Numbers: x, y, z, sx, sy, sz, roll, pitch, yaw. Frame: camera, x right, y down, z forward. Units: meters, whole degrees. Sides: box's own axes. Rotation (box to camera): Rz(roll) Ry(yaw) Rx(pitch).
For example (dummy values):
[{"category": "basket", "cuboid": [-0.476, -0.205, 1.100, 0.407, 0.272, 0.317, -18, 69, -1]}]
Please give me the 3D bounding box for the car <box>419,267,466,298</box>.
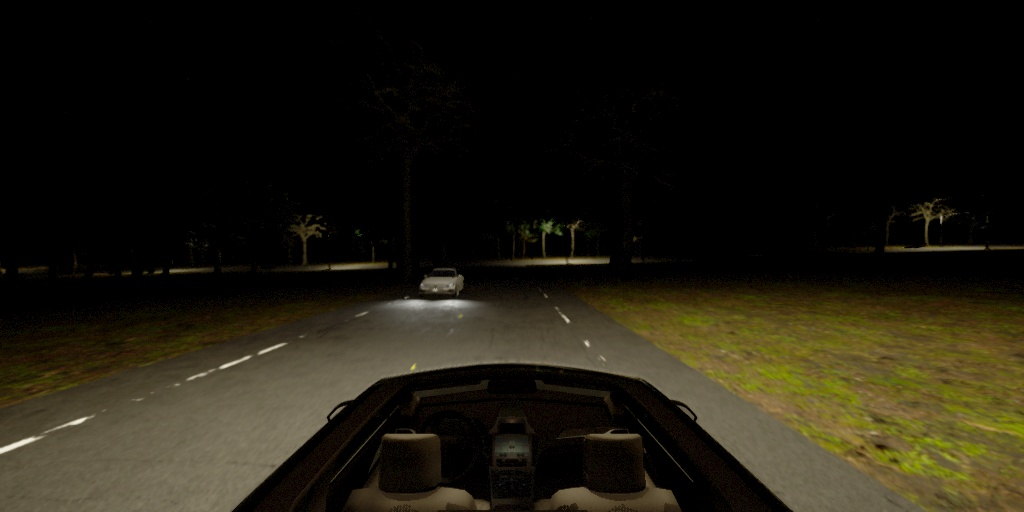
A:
[{"category": "car", "cuboid": [-3.591, 1.351, 19.129, 1.812, 1.442, 4.674, 0, 0, 0]}]
